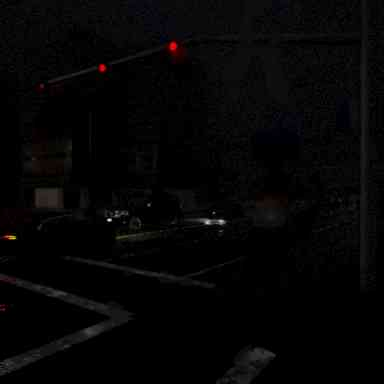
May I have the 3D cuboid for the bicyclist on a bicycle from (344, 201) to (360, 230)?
[{"bbox_3d":[9.108,1.292,18.030,1.656,1.620,0.582,0,0,35],"label":"bicyclist on a bicycle"}]

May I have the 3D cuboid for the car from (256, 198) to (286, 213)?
[{"bbox_3d":[8.771,1.416,36.541,1.882,1.535,5.008,0,0,35],"label":"car"}]

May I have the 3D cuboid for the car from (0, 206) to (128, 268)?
[{"bbox_3d":[-4.573,1.444,11.285,2.128,1.511,4.902,0,0,24],"label":"car"}]

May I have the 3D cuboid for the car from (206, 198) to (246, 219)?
[{"bbox_3d":[2.916,1.501,28.293,1.994,1.385,4.181,0,0,35],"label":"car"}]

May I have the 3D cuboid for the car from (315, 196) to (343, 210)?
[{"bbox_3d":[17.266,1.308,42.247,2.097,1.767,4.553,0,0,36],"label":"car"}]

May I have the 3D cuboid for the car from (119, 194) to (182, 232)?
[{"bbox_3d":[-2.852,1.158,20.145,2.150,2.045,5.566,0,0,35],"label":"car"}]

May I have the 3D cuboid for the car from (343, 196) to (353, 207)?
[{"bbox_3d":[22.825,1.309,50.185,2.097,1.767,4.553,0,0,35],"label":"car"}]
